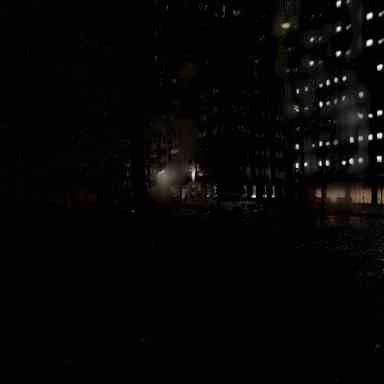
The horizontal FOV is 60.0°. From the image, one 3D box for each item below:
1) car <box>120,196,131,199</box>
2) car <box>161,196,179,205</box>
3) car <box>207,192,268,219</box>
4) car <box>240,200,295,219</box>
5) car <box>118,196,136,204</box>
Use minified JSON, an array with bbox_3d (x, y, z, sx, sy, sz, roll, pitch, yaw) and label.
[{"bbox_3d":[-8.222,1.340,45.480,1.837,1.490,4.892,1,0,-34],"label":"car"},{"bbox_3d":[-4.046,1.453,56.932,1.837,1.490,4.892,1,0,-34],"label":"car"},{"bbox_3d":[3.493,1.081,27.938,2.150,2.045,5.566,1,0,-34],"label":"car"},{"bbox_3d":[6.518,1.434,29.254,1.812,1.442,4.674,1,0,-34],"label":"car"},{"bbox_3d":[-12.539,1.455,63.788,1.994,1.385,4.181,1,0,-34],"label":"car"}]
